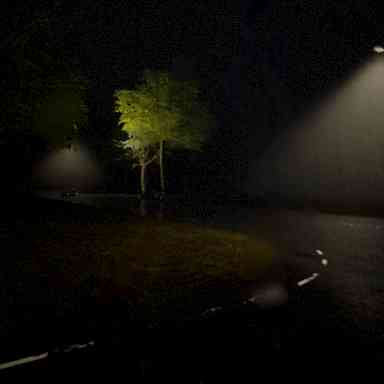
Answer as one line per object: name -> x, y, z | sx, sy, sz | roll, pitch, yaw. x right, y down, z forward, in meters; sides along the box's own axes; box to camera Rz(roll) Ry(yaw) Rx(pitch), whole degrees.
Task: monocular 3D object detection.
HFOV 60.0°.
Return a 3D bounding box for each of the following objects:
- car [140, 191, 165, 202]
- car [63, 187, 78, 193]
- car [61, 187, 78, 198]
car -> -5.511, 0.535, 46.307 | 1.812, 1.442, 4.674 | -1, 2, -35
car -> -29.178, -0.484, 79.575 | 2.128, 1.511, 4.902 | -1, 2, -35
car -> -20.610, 0.202, 55.761 | 1.837, 1.490, 4.892 | -2, 2, -33
